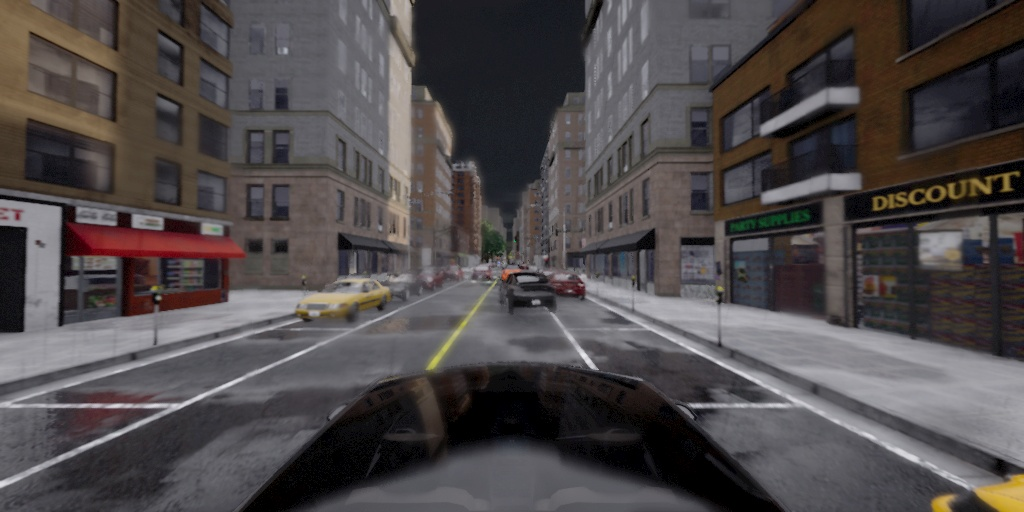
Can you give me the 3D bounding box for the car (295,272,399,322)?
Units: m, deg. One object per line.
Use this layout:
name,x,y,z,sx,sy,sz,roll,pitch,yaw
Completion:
car,-5.858,1.421,13.026,1.751,1.417,4.829,0,0,0

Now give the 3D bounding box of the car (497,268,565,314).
car,0.557,1.423,14.901,1.837,1.490,4.892,0,-1,-7

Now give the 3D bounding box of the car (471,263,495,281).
car,-3.024,1.739,37.108,1.812,1.442,4.674,0,-1,1

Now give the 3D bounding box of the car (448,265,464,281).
car,-5.856,1.627,35.166,1.967,1.591,4.097,0,0,0

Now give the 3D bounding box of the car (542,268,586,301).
car,2.670,1.514,18.696,1.888,1.381,4.507,0,0,0

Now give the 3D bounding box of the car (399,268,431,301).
car,-5.857,1.518,18.688,2.007,1.370,4.403,0,0,0

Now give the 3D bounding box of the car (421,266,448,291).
car,-5.857,1.480,24.180,1.967,1.591,4.097,0,0,0

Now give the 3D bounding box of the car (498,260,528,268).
car,0.093,1.515,33.272,2.097,1.767,4.553,0,-1,0
